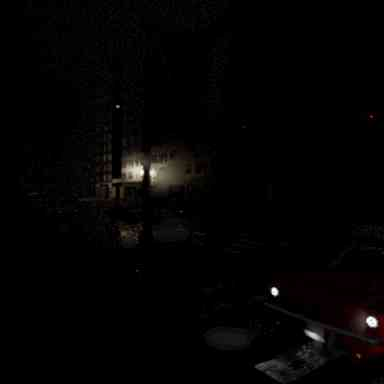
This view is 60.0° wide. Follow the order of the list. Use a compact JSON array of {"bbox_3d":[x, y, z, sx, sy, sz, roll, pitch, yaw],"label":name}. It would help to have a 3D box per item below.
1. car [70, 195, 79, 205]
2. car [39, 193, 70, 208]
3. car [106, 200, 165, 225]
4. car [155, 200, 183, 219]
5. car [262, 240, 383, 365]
[{"bbox_3d":[-17.639,1.117,47.286,2.033,1.411,5.357,0,0,-35],"label":"car"},{"bbox_3d":[-16.689,1.165,40.199,1.994,1.385,4.181,0,0,-35],"label":"car"},{"bbox_3d":[-3.962,1.374,22.037,1.895,1.301,4.718,0,0,-35],"label":"car"},{"bbox_3d":[-2.835,1.321,26.085,2.033,1.411,5.357,0,0,-35],"label":"car"},{"bbox_3d":[3.412,1.580,5.680,4.718,1.301,1.895,0,0,-35],"label":"car"}]
